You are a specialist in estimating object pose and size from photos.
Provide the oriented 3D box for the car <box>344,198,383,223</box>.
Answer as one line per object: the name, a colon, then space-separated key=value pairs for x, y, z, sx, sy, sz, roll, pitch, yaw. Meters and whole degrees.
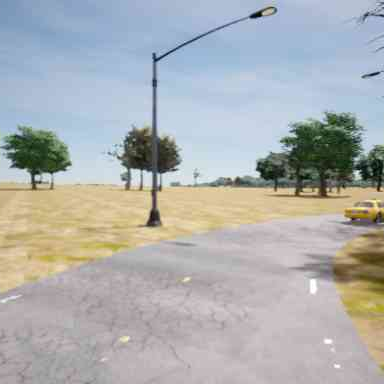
car: x=12.744 y=1.195 z=23.055 sx=5.366 sy=1.575 sz=1.801 roll=-2 pitch=1 yaw=-33
